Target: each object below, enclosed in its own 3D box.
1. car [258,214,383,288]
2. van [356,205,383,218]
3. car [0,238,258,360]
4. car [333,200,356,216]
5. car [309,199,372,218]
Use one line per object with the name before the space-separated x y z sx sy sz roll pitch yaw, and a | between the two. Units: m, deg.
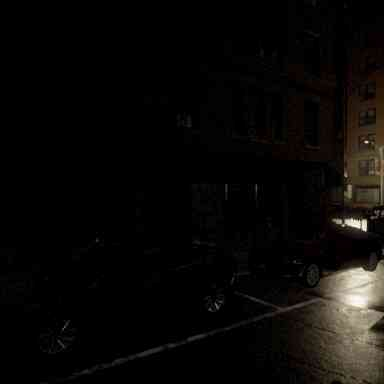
car | 3.522 1.544 9.234 4.507 1.381 1.887 0 0 -35
van | 8.145 1.338 12.500 3.998 1.788 1.690 0 0 -35
car | -1.099 1.566 5.967 4.313 1.339 1.947 0 0 -35
car | 12.432 1.584 27.118 1.895 1.301 4.718 0 0 -36
car | 13.682 1.474 30.930 1.882 1.535 5.008 0 0 -36
